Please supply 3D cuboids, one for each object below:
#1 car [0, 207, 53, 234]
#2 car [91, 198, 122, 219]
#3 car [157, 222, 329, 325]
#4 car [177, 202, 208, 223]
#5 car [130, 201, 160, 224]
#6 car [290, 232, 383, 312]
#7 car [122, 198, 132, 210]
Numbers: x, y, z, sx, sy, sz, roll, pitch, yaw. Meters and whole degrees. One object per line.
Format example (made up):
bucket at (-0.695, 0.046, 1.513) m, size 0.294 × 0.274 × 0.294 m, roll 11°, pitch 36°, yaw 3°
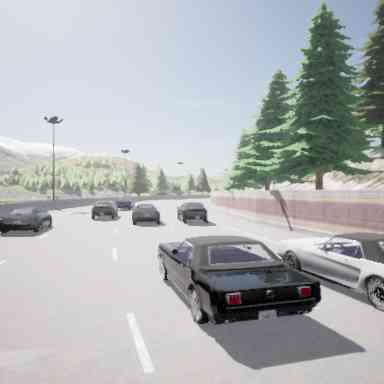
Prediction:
car at (-9.609, 1.569, 19.586) m, size 1.994 × 1.385 × 4.181 m, roll 0°, pitch 0°, yaw -11°
car at (-7.525, 1.513, 28.995) m, size 1.837 × 1.490 × 4.892 m, roll 0°, pitch -1°, yaw -7°
car at (0.531, 1.604, 7.229) m, size 1.895 × 1.301 × 4.718 m, roll 0°, pitch 0°, yaw -17°
car at (-0.016, 1.516, 25.580) m, size 1.837 × 1.490 × 4.892 m, roll 0°, pitch 0°, yaw -9°
car at (-3.438, 1.574, 24.911) m, size 1.994 × 1.385 × 4.181 m, roll 0°, pitch 0°, yaw -9°
car at (3.995, 1.606, 7.836) m, size 1.895 × 1.301 × 4.718 m, roll 0°, pitch 0°, yaw -17°
car at (-8.515, 1.493, 42.511) m, size 1.882 × 1.535 × 5.008 m, roll 0°, pitch 0°, yaw -1°
